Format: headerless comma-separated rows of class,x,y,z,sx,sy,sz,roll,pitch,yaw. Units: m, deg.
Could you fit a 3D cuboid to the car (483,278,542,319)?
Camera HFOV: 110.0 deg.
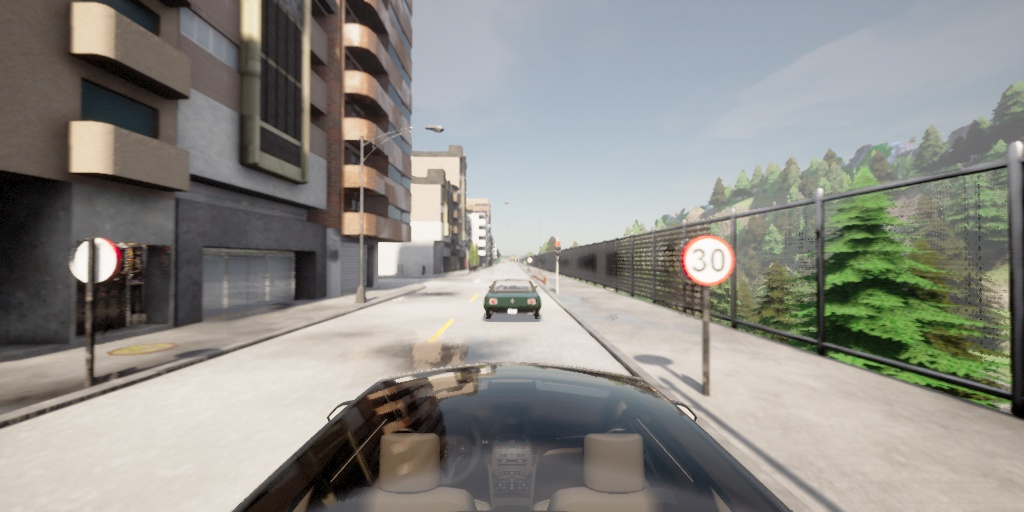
car,0.034,1.488,13.500,1.895,1.301,4.718,0,-1,1
